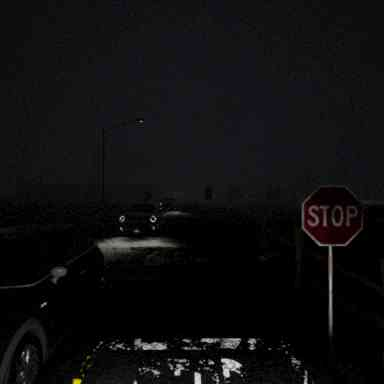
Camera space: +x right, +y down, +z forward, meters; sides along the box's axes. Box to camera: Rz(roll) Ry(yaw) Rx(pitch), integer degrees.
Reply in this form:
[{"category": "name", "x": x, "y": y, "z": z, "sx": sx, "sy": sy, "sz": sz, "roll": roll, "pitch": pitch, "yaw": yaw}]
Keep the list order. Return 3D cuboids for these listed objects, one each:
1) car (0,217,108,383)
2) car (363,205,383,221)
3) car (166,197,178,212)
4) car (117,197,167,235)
[{"category": "car", "x": -2.750, "y": 1.352, "z": 4.871, "sx": 2.097, "sy": 1.767, "sz": 4.553, "roll": 0, "pitch": 0, "yaw": 0}, {"category": "car", "x": 15.891, "y": 1.839, "z": 29.413, "sx": 4.674, "sy": 1.442, "sz": 1.812, "roll": 1, "pitch": -1, "yaw": -20}, {"category": "car", "x": -2.777, "y": 1.396, "z": 40.186, "sx": 2.097, "sy": 1.767, "sz": 4.553, "roll": 0, "pitch": 0, "yaw": 0}, {"category": "car", "x": -2.760, "y": 1.363, "z": 18.775, "sx": 2.097, "sy": 1.767, "sz": 4.553, "roll": 0, "pitch": 0, "yaw": 0}]
